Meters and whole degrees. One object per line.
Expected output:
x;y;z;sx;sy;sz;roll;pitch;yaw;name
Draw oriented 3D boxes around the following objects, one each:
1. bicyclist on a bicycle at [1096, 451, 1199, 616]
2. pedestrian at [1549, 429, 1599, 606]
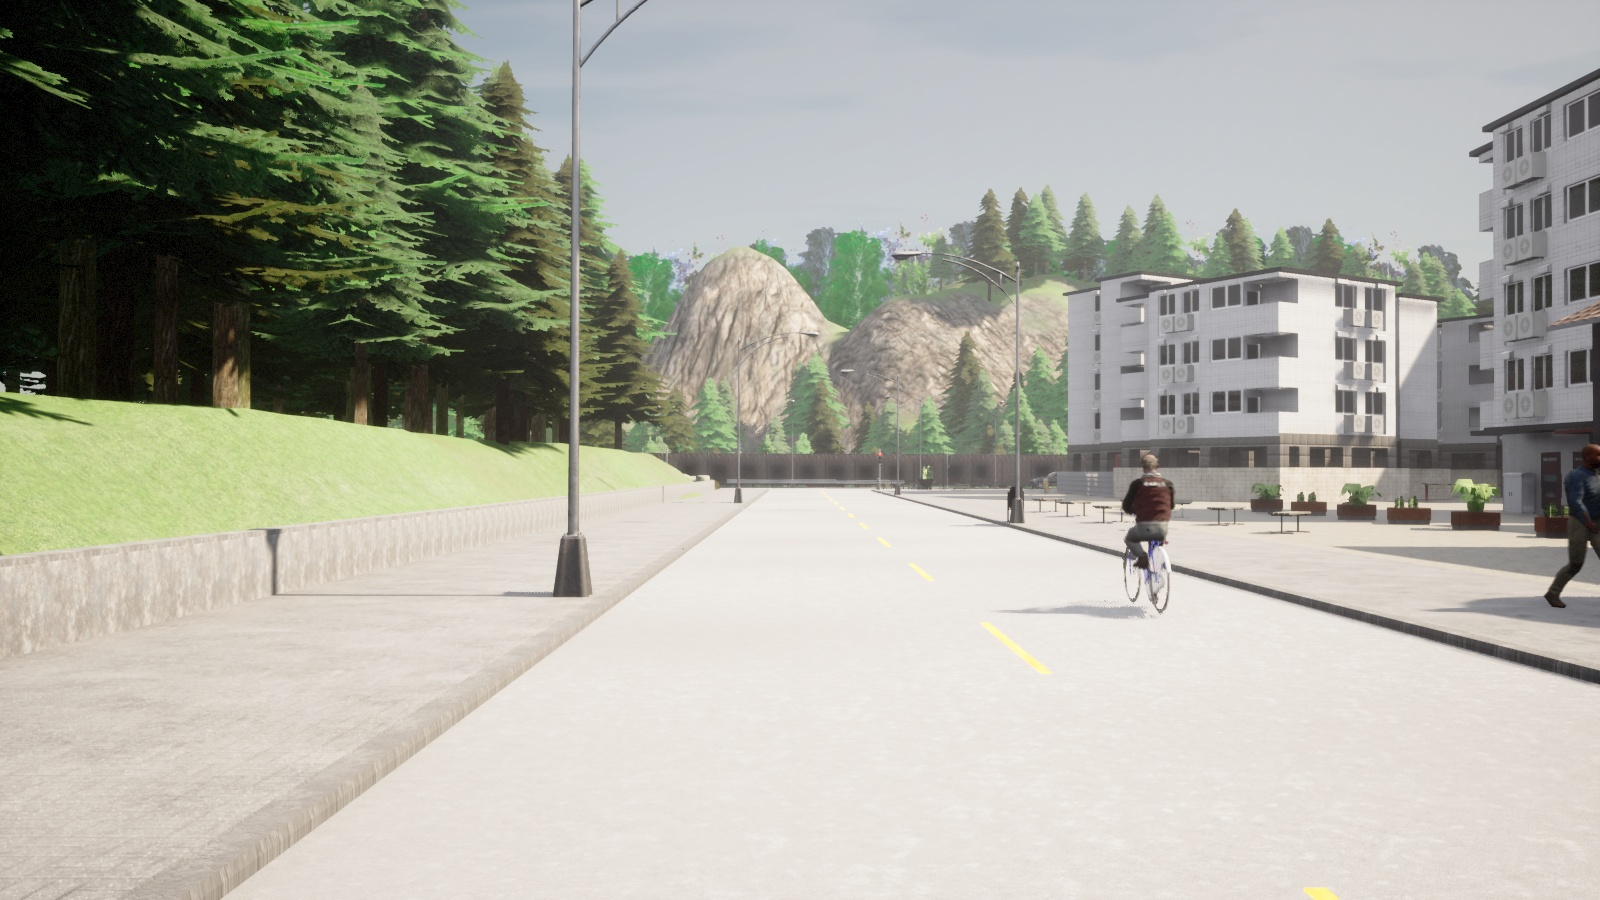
3.962;0.912;14.474;0.659;1.776;1.843;0;-1;0;bicyclist on a bicycle
8.421;0.709;13.318;0.370;1.835;0.726;0;-1;-19;pedestrian
